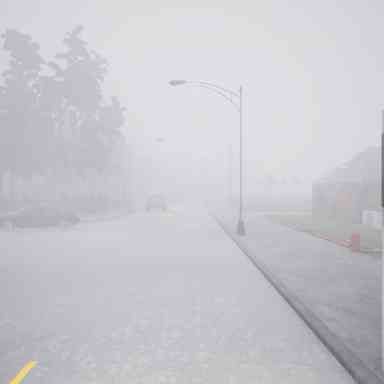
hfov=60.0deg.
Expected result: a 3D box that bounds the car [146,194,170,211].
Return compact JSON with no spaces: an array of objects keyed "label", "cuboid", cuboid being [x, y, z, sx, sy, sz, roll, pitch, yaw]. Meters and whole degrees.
[{"label":"car","cuboid":[-4.248,1.221,40.368,2.150,2.045,5.566,0,0,0]}]

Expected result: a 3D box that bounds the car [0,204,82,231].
[{"label":"car","cuboid":[-9.290,1.507,20.219,4.892,1.490,1.837,0,4,-17]}]

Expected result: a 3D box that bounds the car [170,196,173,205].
[{"label":"car","cuboid":[-4.213,1.493,57.381,2.128,1.511,4.902,0,0,0]}]
